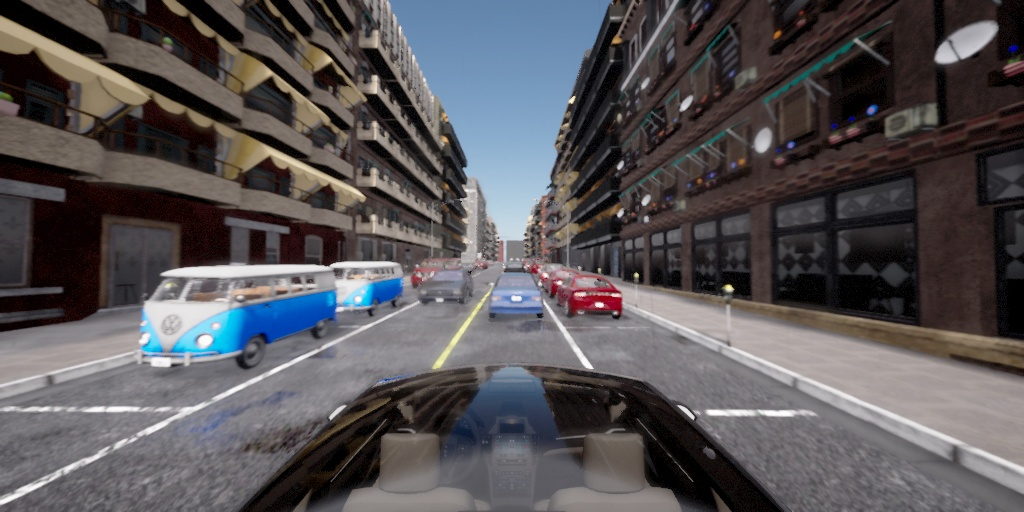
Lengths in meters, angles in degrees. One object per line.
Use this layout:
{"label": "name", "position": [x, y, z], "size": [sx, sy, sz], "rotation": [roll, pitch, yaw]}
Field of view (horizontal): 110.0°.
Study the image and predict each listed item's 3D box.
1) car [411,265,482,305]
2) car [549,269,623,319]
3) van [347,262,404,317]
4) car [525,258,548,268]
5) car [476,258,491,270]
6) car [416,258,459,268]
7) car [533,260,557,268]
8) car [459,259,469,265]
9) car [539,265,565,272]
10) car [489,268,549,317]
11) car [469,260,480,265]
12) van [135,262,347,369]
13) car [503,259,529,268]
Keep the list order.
{"label": "car", "position": [-2.786, 1.325, 16.499], "size": [2.033, 1.411, 5.357], "rotation": [0, 0, 0]}
{"label": "car", "position": [2.610, 1.332, 12.945], "size": [1.888, 1.381, 4.507], "rotation": [0, 0, 0]}
{"label": "van", "position": [-5.272, 1.101, 13.046], "size": [1.690, 1.789, 3.998], "rotation": [0, 0, 0]}
{"label": "car", "position": [2.684, 1.175, 35.068], "size": [2.192, 1.841, 5.009], "rotation": [0, 0, 0]}
{"label": "car", "position": [-5.056, 1.249, 57.286], "size": [2.192, 1.841, 5.009], "rotation": [0, 0, 0]}
{"label": "car", "position": [-5.218, 1.109, 24.106], "size": [2.192, 1.841, 5.009], "rotation": [0, 0, 0]}
{"label": "car", "position": [2.672, 1.261, 24.007], "size": [1.967, 1.591, 4.097], "rotation": [0, 0, 0]}
{"label": "car", "position": [-5.191, 1.128, 29.635], "size": [2.192, 1.841, 5.009], "rotation": [0, 0, 0]}
{"label": "car", "position": [2.637, 1.348, 18.475], "size": [1.888, 1.381, 4.507], "rotation": [0, 0, 0]}
{"label": "car", "position": [0.146, 1.326, 13.271], "size": [2.033, 1.411, 5.357], "rotation": [0, 0, 0]}
{"label": "car", "position": [-5.137, 1.422, 40.698], "size": [1.948, 1.339, 4.313], "rotation": [0, 0, 0]}
{"label": "van", "position": [-5.299, 1.085, 7.514], "size": [1.690, 1.789, 3.998], "rotation": [0, 0, 0]}
{"label": "car", "position": [0.235, 1.315, 31.125], "size": [1.882, 1.535, 5.008], "rotation": [0, 0, 0]}
